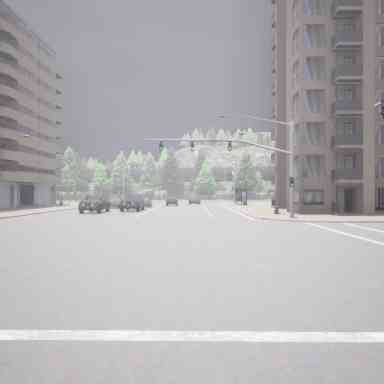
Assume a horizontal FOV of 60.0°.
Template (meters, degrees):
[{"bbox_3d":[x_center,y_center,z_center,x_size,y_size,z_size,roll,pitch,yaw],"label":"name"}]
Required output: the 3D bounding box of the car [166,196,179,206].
[{"bbox_3d":[-3.266,1.505,54.662,1.837,1.490,4.892,0,0,0],"label":"car"}]

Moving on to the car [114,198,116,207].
[{"bbox_3d":[-10.473,1.526,45.811,1.812,1.442,4.674,0,0,0],"label":"car"}]

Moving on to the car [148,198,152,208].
[{"bbox_3d":[-6.957,1.526,48.939,1.812,1.442,4.674,0,0,0],"label":"car"}]

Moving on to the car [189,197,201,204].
[{"bbox_3d":[0.497,1.564,61.487,1.994,1.385,4.181,0,0,5],"label":"car"}]

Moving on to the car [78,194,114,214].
[{"bbox_3d":[-10.504,1.221,36.207,2.150,2.045,5.566,0,0,0],"label":"car"}]

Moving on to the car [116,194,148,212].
[{"bbox_3d":[-6.995,1.221,39.410,2.150,2.045,5.566,0,0,0],"label":"car"}]
